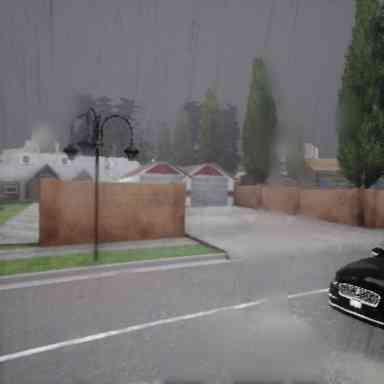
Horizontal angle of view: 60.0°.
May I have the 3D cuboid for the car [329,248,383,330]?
[{"bbox_3d":[4.785,1.495,6.111,4.892,1.490,1.837,0,0,-23],"label":"car"}]
